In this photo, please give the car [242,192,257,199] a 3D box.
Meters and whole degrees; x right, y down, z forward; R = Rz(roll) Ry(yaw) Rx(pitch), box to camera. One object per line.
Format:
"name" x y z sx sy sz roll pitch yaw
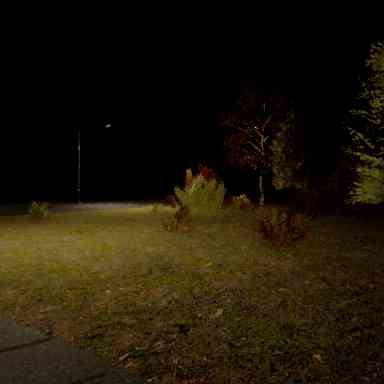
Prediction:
"car" 11.628 0.816 68.707 2.128 1.511 4.902 2 2 38
